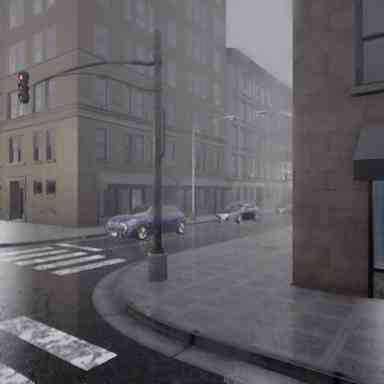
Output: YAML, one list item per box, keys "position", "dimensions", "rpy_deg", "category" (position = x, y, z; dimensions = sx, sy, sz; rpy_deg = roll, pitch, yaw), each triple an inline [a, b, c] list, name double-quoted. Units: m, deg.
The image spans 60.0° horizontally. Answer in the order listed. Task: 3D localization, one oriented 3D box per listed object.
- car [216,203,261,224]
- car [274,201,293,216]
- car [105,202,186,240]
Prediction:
- position: [3.681, 1.628, 25.951]
  dimensions: [2.128, 1.511, 4.902]
  rpy_deg: [0, 0, 36]
  category: "car"
- position: [10.352, 1.689, 35.324]
  dimensions: [2.128, 1.511, 4.902]
  rpy_deg: [0, 0, 35]
  category: "car"
- position: [-2.335, 1.431, 17.538]
  dimensions: [2.097, 1.767, 4.553]
  rpy_deg: [0, 0, 36]
  category: "car"
